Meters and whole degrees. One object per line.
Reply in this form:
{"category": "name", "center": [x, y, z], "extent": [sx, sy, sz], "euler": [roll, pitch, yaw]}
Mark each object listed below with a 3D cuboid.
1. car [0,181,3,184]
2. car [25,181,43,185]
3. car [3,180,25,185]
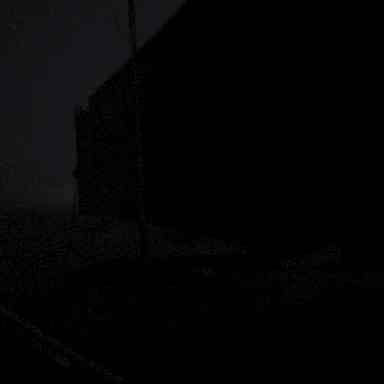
{"category": "car", "center": [-46.091, -2.133, 75.041], "extent": [2.002, 1.452, 4.674], "euler": [-5, -3, 27]}
{"category": "car", "center": [-41.428, -2.089, 85.085], "extent": [2.185, 1.767, 4.553], "euler": [-5, -3, 24]}
{"category": "car", "center": [-43.698, -2.073, 80.047], "extent": [2.097, 1.535, 5.008], "euler": [-5, -3, 25]}
